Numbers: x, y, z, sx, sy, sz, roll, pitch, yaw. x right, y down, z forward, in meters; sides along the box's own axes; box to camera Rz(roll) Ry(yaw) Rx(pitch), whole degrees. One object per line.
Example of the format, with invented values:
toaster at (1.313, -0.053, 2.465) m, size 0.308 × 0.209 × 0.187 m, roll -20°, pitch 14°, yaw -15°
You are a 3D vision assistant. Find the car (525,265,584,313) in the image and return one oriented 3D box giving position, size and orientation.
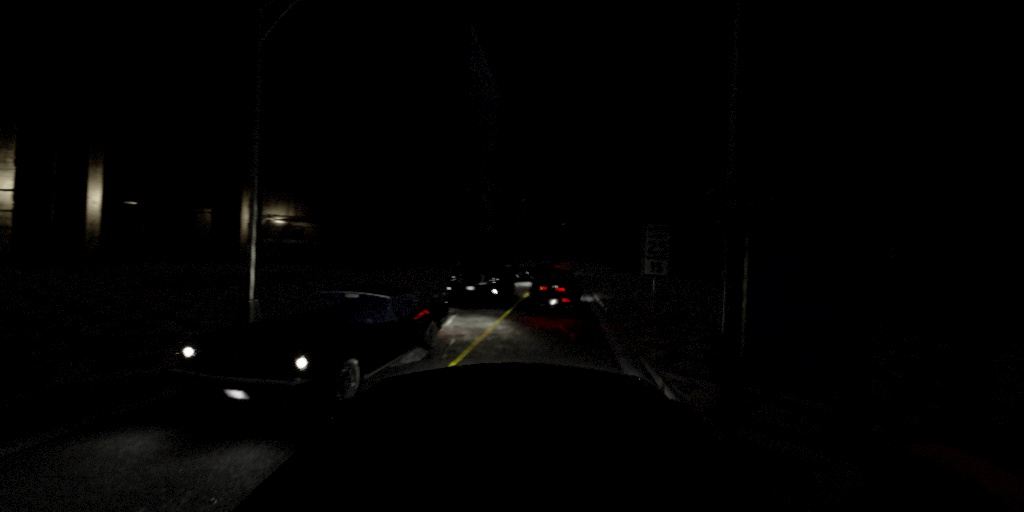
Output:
car at (1.775, 1.288, 14.418) m, size 1.837 × 1.490 × 4.892 m, roll 3°, pitch 0°, yaw 9°

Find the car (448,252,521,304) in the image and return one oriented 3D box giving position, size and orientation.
car at (-1.153, 0.869, 16.256) m, size 2.150 × 2.045 × 5.566 m, roll 3°, pitch 0°, yaw 8°

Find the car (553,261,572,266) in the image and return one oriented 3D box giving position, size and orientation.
car at (5.645, 1.338, 40.314) m, size 1.882 × 1.535 × 5.008 m, roll 3°, pitch 0°, yaw 9°

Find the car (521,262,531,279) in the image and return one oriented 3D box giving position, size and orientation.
car at (0.734, 1.211, 28.863) m, size 1.812 × 1.442 × 4.674 m, roll 3°, pitch 0°, yaw 9°

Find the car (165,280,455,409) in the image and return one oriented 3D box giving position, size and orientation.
car at (-2.689, 1.218, 6.123) m, size 1.895 × 1.301 × 4.718 m, roll 3°, pitch 0°, yaw 9°
